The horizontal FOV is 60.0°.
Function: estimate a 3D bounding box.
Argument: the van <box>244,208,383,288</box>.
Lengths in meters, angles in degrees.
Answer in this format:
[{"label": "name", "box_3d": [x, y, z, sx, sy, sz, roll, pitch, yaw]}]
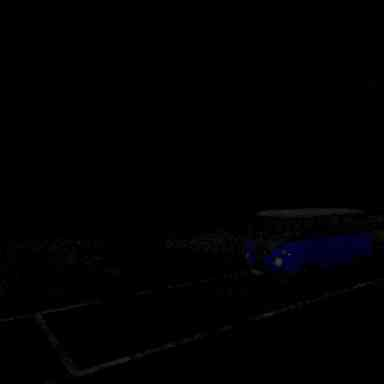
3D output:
[{"label": "van", "box_3d": [3.196, 1.338, 8.931, 3.998, 1.788, 1.690, 0, 0, -35]}]
